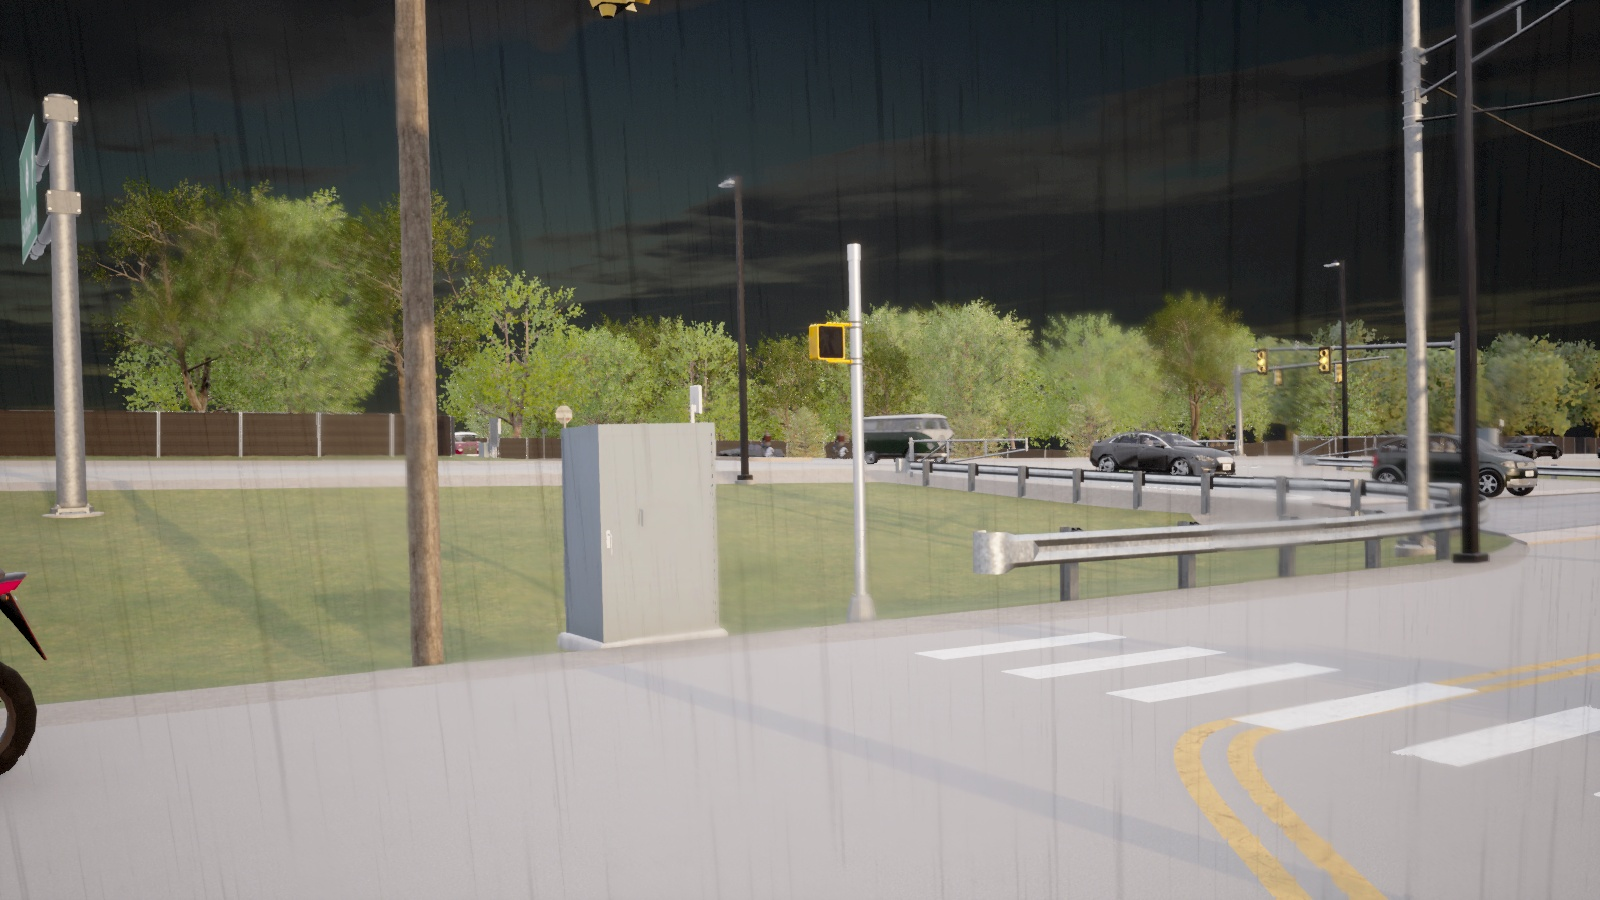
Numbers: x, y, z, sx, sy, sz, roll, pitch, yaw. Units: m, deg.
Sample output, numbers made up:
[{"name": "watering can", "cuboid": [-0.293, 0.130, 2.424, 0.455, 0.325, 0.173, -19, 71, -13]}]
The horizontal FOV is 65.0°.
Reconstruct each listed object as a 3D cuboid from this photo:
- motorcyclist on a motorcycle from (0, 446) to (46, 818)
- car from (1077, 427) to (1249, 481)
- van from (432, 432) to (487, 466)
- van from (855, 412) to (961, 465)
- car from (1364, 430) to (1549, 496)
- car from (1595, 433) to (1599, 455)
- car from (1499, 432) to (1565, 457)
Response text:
[{"name": "motorcyclist on a motorcycle", "cuboid": [-4.218, 0.750, 4.986, 2.044, 1.523, 0.797, 0, 0, -35]}, {"name": "car", "cuboid": [11.235, 0.083, 39.196, 2.128, 1.511, 4.902, 0, 2, -34]}, {"name": "van", "cuboid": [-22.160, -0.047, 81.635, 2.069, 2.038, 4.480, -2, 0, -33]}, {"name": "van", "cuboid": [4.194, -0.411, 49.505, 1.775, 1.987, 4.442, 0, 0, -34]}, {"name": "car", "cuboid": [16.436, 0.310, 31.578, 1.789, 1.549, 3.705, -1, 0, -34]}, {"name": "car", "cuboid": [54.285, -0.417, 82.673, 3.806, 1.475, 1.970, 0, 0, -34]}, {"name": "car", "cuboid": [44.244, -0.306, 75.845, 4.193, 1.474, 1.816, 0, 0, -34]}]
